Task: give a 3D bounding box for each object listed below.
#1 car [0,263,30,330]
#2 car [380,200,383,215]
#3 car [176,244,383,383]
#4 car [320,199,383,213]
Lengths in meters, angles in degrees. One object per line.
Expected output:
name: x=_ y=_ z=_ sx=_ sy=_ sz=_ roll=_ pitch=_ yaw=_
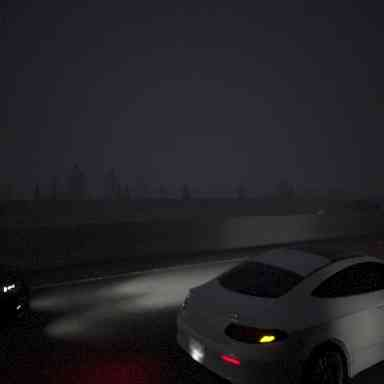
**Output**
car: x=-4.884 y=1.466 z=4.422 sx=4.902 sy=1.511 sz=2.128 roll=0 pitch=0 yaw=-37
car: x=21.341 y=1.528 z=32.427 sx=5.357 sy=1.411 sz=2.033 roll=0 pitch=0 yaw=-15
car: x=1.999 y=1.518 z=4.839 sx=4.674 sy=1.442 sz=1.812 roll=0 pitch=0 yaw=-32
car: x=10.172 y=1.329 z=21.092 sx=4.553 sy=1.767 sz=2.097 roll=0 pitch=0 yaw=-23
